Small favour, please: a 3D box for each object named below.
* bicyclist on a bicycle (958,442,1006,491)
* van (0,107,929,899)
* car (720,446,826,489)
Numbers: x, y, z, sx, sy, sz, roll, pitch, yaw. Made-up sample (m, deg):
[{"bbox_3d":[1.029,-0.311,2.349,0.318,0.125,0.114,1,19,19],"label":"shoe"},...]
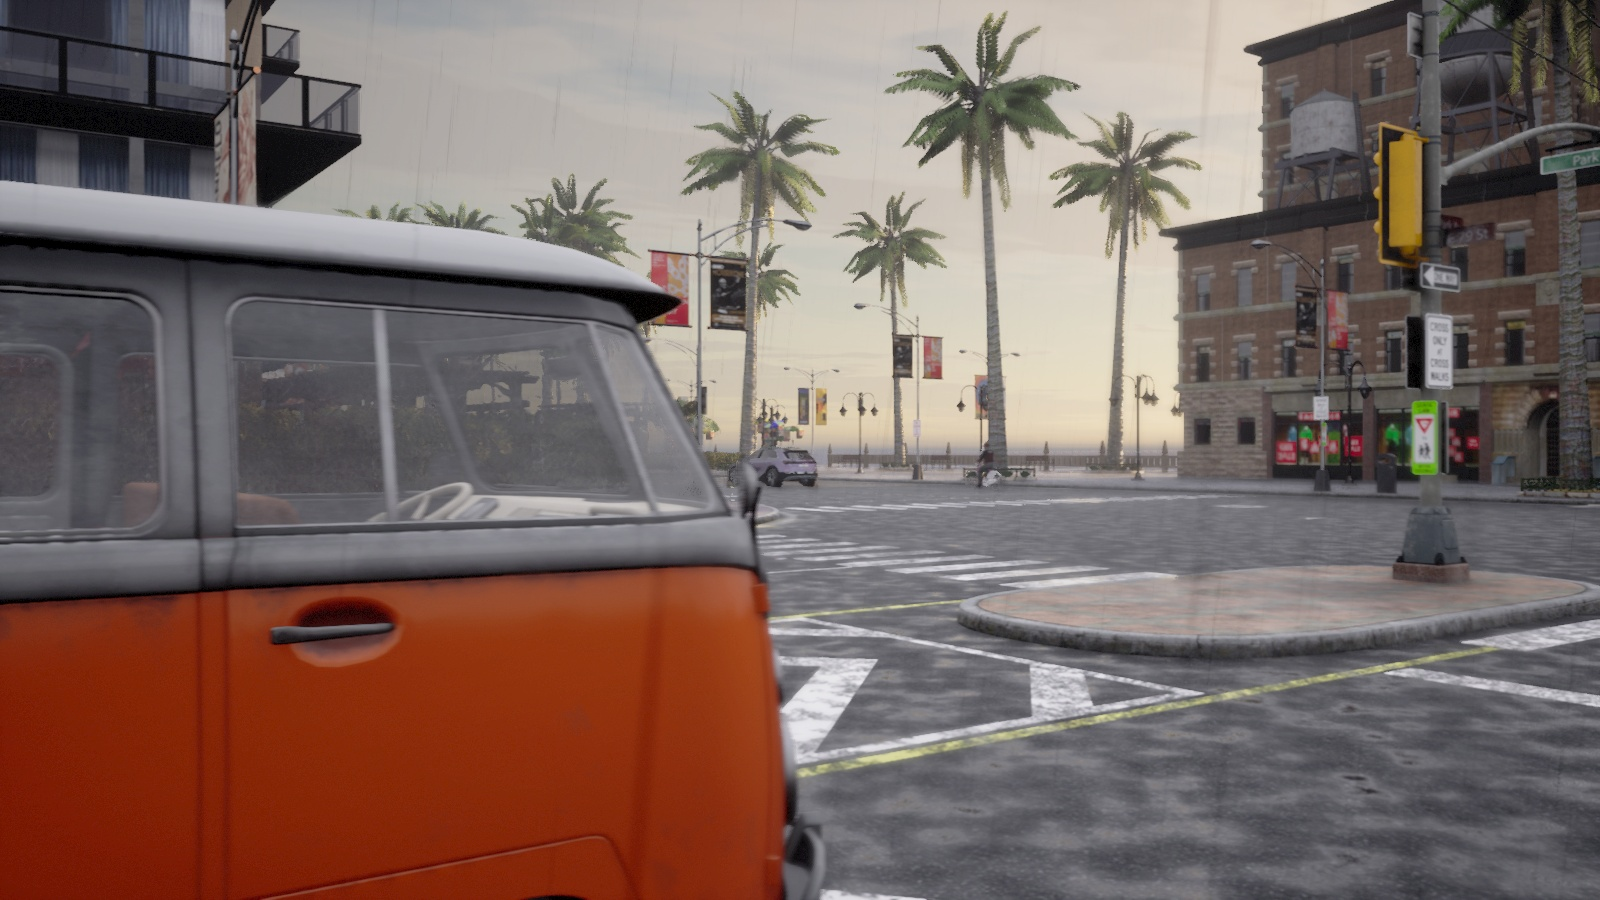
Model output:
[{"bbox_3d":[6.717,0.584,46.389,0.659,1.776,1.843,0,0,-34],"label":"bicyclist on a bicycle"},{"bbox_3d":[-2.046,0.506,2.236,4.442,1.987,1.775,0,0,-35],"label":"van"},{"bbox_3d":[-1.178,0.687,51.735,2.033,1.649,4.856,0,0,-34],"label":"car"}]
